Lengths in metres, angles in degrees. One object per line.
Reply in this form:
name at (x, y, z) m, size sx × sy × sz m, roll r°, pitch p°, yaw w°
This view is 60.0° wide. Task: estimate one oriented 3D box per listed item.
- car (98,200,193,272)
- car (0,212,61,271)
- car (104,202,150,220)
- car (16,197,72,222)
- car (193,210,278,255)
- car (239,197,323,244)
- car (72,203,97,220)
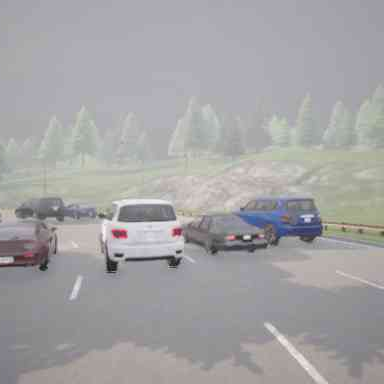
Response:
car at (-1.904, 1.281, 11.309) m, size 2.150 × 2.045 × 5.566 m, roll 0°, pitch -1°, yaw -18°
car at (-5.524, 1.616, 10.857) m, size 1.812 × 1.442 × 4.674 m, roll 0°, pitch 0°, yaw -18°
car at (-6.149, 1.684, 30.920) m, size 1.837 × 1.490 × 4.892 m, roll 1°, pitch -1°, yaw -44°
car at (-12.541, 1.437, 27.555) m, size 5.566 × 2.045 × 2.150 m, roll -1°, pitch -1°, yaw 43°
car at (0.994, 1.597, 13.601) m, size 2.033 × 1.411 × 5.357 m, roll 0°, pitch 0°, yaw -20°
car at (3.744, 1.257, 15.967) m, size 2.150 × 2.045 × 5.566 m, roll 0°, pitch -1°, yaw -20°
car at (-10.411, 1.736, 30.192) m, size 4.674 × 1.442 × 1.812 m, roll -1°, pitch -1°, yaw 43°
